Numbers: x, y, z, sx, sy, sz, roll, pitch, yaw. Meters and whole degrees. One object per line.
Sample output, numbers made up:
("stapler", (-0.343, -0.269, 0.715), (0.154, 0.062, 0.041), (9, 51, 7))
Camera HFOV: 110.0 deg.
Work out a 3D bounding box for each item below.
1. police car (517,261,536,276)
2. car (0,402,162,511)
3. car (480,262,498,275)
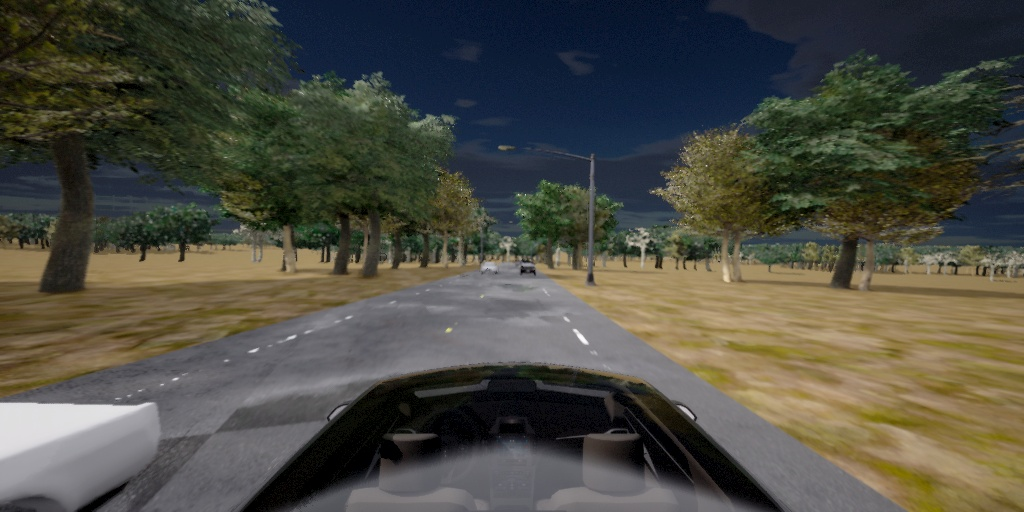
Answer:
("police car", (1.867, 1.468, 43.023), (1.930, 1.638, 5.238), (1, 0, 1))
("car", (-3.574, 1.277, 0.423), (1.895, 1.301, 4.718), (1, 0, 0))
("car", (-2.710, 1.479, 43.852), (1.812, 1.442, 4.674), (1, 0, 2))
